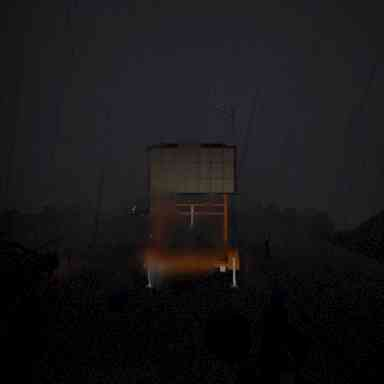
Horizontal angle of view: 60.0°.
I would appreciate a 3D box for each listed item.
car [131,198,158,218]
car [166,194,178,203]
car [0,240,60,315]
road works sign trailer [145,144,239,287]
[{"bbox_3d":[-4.076,1.352,29.865,2.097,1.767,4.553,0,0,0],"label":"car"},{"bbox_3d":[-3.949,1.361,65.909,2.097,1.767,4.553,0,0,0],"label":"car"},{"bbox_3d":[-4.094,1.601,5.725,1.895,1.301,4.718,0,0,0],"label":"car"},{"bbox_3d":[0.009,0.464,9.270,2.380,3.560,2.880,0,0,0],"label":"road works sign trailer"}]
